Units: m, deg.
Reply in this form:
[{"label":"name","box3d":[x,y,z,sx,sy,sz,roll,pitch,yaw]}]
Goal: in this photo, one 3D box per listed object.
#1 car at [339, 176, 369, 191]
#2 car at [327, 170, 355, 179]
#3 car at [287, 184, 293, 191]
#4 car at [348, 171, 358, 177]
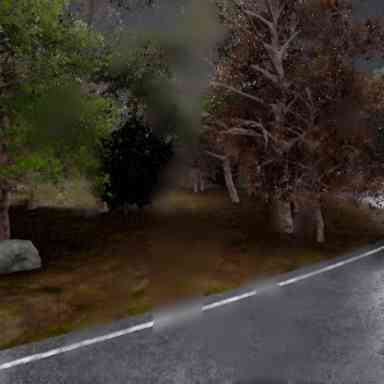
[{"label":"car","box3d":[18.786,-0.793,39.325,1.895,1.301,4.718,-7,4,-30]},{"label":"car","box3d":[31.385,-3.735,70.058,5.008,1.535,1.882,-4,3,-7]},{"label":"car","box3d":[13.361,-0.942,45.066,2.097,1.767,4.553,-5,3,-7]},{"label":"car","box3d":[31.902,-3.592,66.846,5.008,1.535,1.882,-4,3,-7]}]
